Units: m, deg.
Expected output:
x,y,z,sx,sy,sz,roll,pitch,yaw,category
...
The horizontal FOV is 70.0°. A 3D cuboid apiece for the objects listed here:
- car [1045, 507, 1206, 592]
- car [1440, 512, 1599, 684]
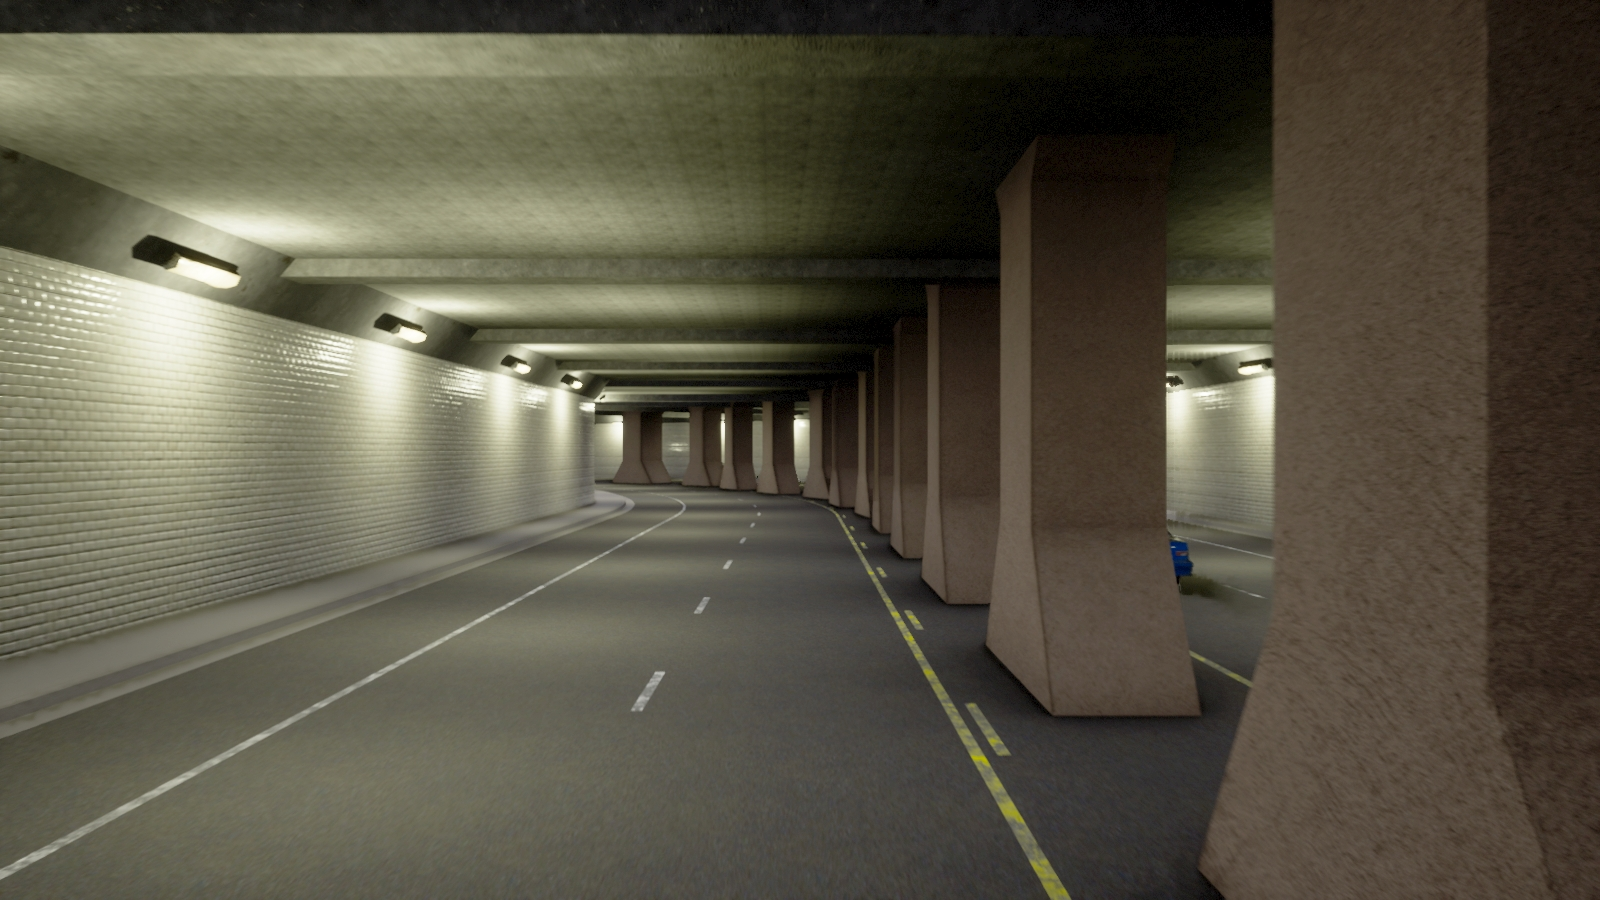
x,y,z,sx,sy,sz,roll,pitch,yaw,category
6.993,2.106,25.222,2.033,1.411,5.357,0,0,0,car
10.495,1.857,15.100,1.905,1.878,3.866,0,0,0,car
